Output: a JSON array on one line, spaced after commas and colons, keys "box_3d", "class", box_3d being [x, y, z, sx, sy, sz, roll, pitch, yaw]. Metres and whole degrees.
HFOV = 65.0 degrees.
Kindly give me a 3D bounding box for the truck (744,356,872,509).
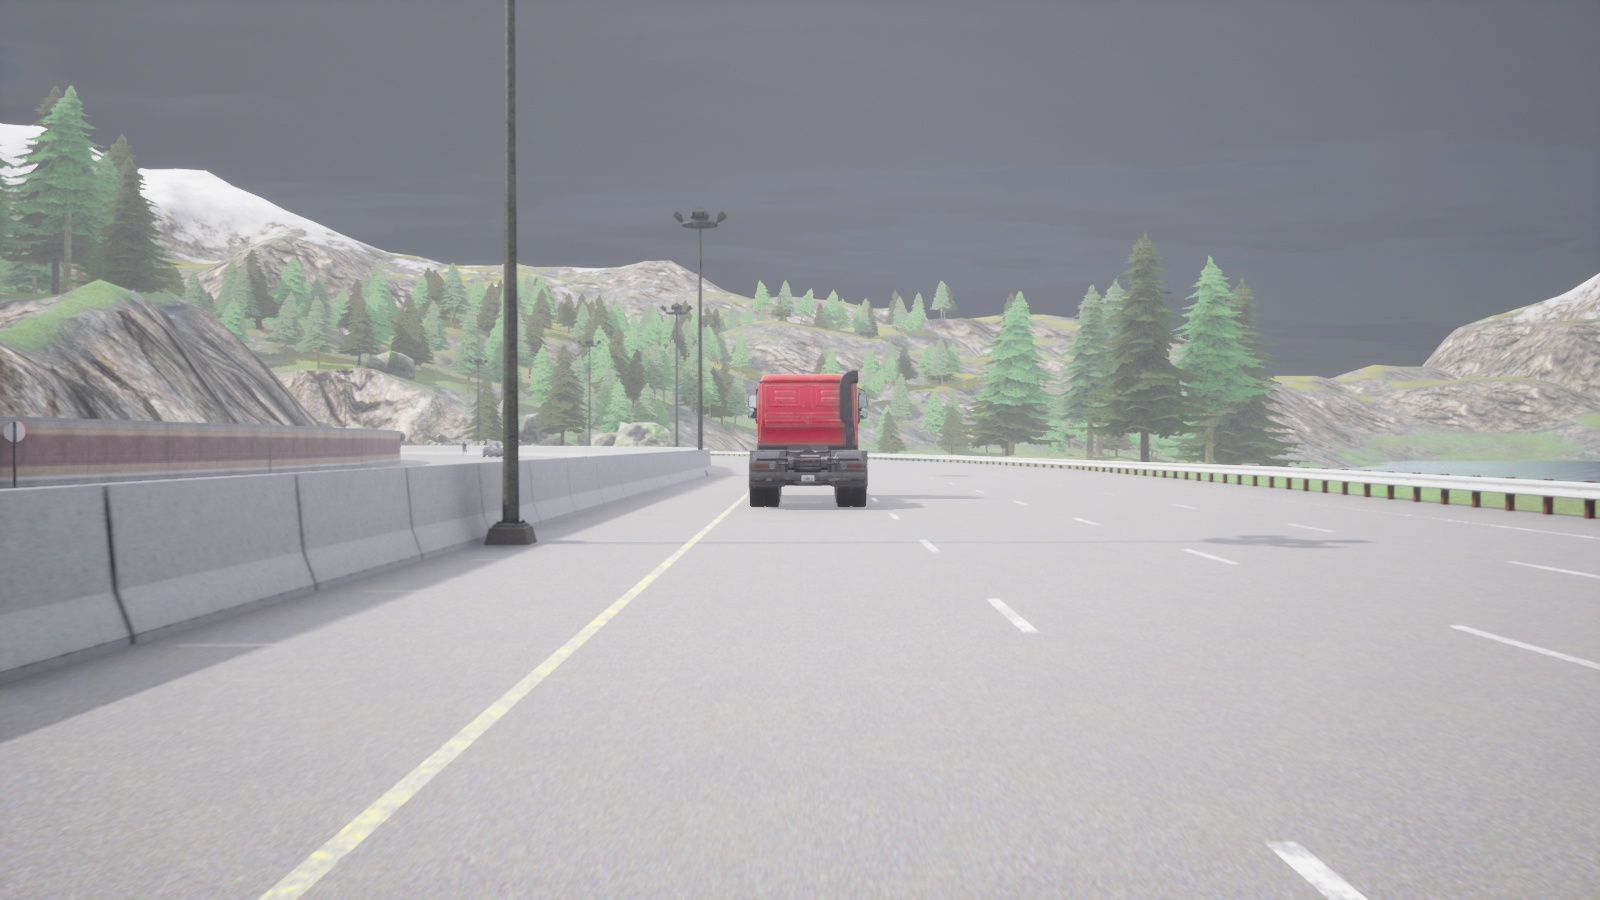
[{"box_3d": [0.201, -0.417, 32.245, 2.891, 3.462, 7.936, 0, 0, 0], "class": "truck"}]
